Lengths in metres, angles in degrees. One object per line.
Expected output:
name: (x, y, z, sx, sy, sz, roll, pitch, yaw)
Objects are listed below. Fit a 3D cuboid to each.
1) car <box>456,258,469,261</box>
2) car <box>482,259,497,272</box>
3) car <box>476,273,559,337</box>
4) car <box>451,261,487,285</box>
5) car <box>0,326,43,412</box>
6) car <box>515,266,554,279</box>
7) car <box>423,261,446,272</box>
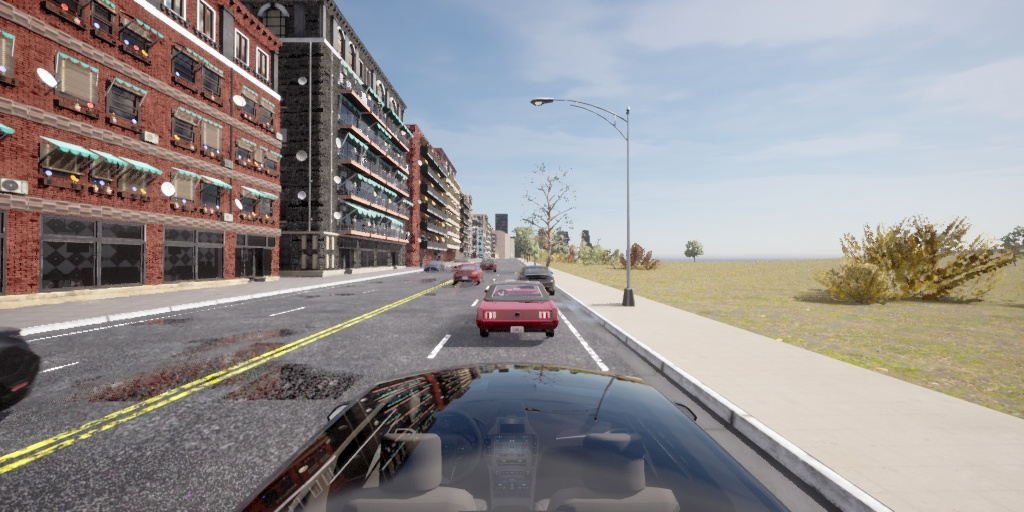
car: (-6.403, 1.103, 45.455, 2.097, 1.767, 4.553, 0, 0, 0)
car: (-2.948, 1.103, 45.052, 2.097, 1.767, 4.553, 0, 0, -1)
car: (0.136, 1.352, 10.224, 1.895, 1.301, 4.718, 0, 0, 0)
car: (-3.044, 1.278, 25.659, 1.812, 1.442, 4.674, 0, 0, 0)
car: (-6.601, 1.255, 2.197, 1.837, 1.490, 4.892, 0, 0, 0)
car: (1.215, 1.257, 19.424, 1.837, 1.490, 4.892, 0, 0, 0)
car: (-9.657, 1.298, 45.123, 2.033, 1.411, 5.357, 0, 0, 0)
